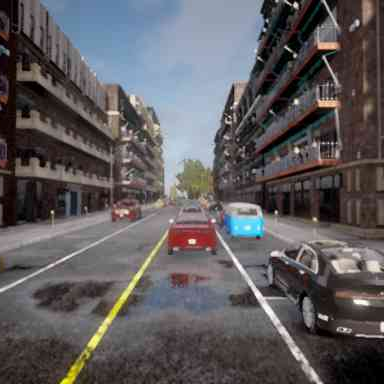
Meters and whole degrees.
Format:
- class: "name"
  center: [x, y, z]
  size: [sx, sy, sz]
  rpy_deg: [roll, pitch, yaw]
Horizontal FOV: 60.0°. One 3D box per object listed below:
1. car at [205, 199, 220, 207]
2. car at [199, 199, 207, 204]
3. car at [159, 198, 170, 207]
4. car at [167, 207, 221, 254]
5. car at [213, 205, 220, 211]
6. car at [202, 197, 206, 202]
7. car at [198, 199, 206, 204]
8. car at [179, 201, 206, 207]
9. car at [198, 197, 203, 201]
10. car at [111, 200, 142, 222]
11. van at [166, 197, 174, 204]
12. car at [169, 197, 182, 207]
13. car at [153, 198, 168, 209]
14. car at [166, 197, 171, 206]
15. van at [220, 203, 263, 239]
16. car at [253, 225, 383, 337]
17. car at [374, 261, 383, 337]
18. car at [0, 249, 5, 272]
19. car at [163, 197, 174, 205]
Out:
- class: "car"
  center: [3.146, 1.989, 44.923]
  size: [1.812, 1.442, 4.674]
  rpy_deg: [0, -1, 0]
- class: "car"
  center: [2.701, 2.442, 85.959]
  size: [1.887, 1.381, 4.507]
  rpy_deg: [1, -1, 0]
- class: "car"
  center: [-5.680, 2.157, 69.015]
  size: [1.967, 1.590, 4.097]
  rpy_deg: [1, -1, 0]
- class: "car"
  center: [0.027, 1.623, 14.274]
  size: [1.882, 1.535, 5.008]
  rpy_deg: [0, 0, 0]
- class: "car"
  center: [2.699, 1.825, 23.683]
  size: [1.802, 1.307, 4.206]
  rpy_deg: [1, -1, 0]
- class: "car"
  center: [3.110, 1.888, 51.895]
  size: [2.097, 1.767, 4.553]
  rpy_deg: [0, -1, 0]
- class: "car"
  center: [2.705, 2.524, 91.621]
  size: [1.947, 1.339, 4.313]
  rpy_deg: [1, -1, 0]
- class: "car"
  center: [0.022, 1.822, 28.909]
  size: [1.812, 1.442, 4.674]
  rpy_deg: [0, 0, 0]
- class: "car"
  center: [2.699, 2.364, 80.469]
  size: [1.752, 1.417, 4.829]
  rpy_deg: [1, -1, 0]
- class: "car"
  center: [-5.677, 1.617, 29.387]
  size: [2.192, 1.841, 5.009]
  rpy_deg: [1, -1, 0]
- class: "van"
  center: [-5.679, 2.239, 86.000]
  size: [1.690, 1.788, 3.998]
  rpy_deg: [1, -1, 0]
- class: "car"
  center: [-3.020, 2.156, 65.381]
  size: [1.882, 1.535, 5.008]
  rpy_deg: [0, -1, 0]
- class: "car"
  center: [-5.682, 2.121, 57.522]
  size: [1.752, 1.417, 4.829]
  rpy_deg: [1, -1, 0]
- class: "car"
  center: [-5.682, 2.201, 63.352]
  size: [1.887, 1.381, 4.507]
  rpy_deg: [1, -1, 0]
- class: "van"
  center: [2.703, 1.525, 18.024]
  size: [1.690, 1.788, 3.998]
  rpy_deg: [1, -1, 0]
- class: "car"
  center: [2.701, 1.620, 6.699]
  size: [2.008, 1.369, 4.403]
  rpy_deg: [1, -1, 0]
- class: "car"
  center: [2.702, 1.452, 1.039]
  size: [1.967, 1.590, 4.097]
  rpy_deg: [1, -1, 0]
- class: "car"
  center: [-5.679, 1.593, 6.569]
  size: [1.752, 1.417, 4.829]
  rpy_deg: [1, -1, 0]
- class: "car"
  center: [-5.679, 2.152, 80.339]
  size: [2.192, 1.841, 5.009]
  rpy_deg: [1, -1, 0]
